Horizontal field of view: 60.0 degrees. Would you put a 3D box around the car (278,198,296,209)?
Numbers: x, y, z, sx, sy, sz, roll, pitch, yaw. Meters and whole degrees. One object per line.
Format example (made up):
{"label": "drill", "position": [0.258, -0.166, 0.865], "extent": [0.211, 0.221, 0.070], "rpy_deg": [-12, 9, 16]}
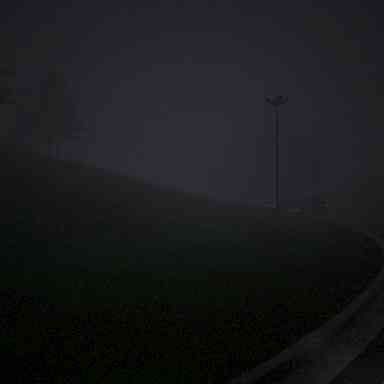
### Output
{"label": "car", "position": [13.462, 1.553, 46.797], "extent": [2.128, 1.511, 4.902], "rpy_deg": [0, 0, -5]}

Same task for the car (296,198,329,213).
{"label": "car", "position": [13.589, 1.403, 37.332], "extent": [2.097, 1.767, 4.553], "rpy_deg": [0, 0, 3]}
